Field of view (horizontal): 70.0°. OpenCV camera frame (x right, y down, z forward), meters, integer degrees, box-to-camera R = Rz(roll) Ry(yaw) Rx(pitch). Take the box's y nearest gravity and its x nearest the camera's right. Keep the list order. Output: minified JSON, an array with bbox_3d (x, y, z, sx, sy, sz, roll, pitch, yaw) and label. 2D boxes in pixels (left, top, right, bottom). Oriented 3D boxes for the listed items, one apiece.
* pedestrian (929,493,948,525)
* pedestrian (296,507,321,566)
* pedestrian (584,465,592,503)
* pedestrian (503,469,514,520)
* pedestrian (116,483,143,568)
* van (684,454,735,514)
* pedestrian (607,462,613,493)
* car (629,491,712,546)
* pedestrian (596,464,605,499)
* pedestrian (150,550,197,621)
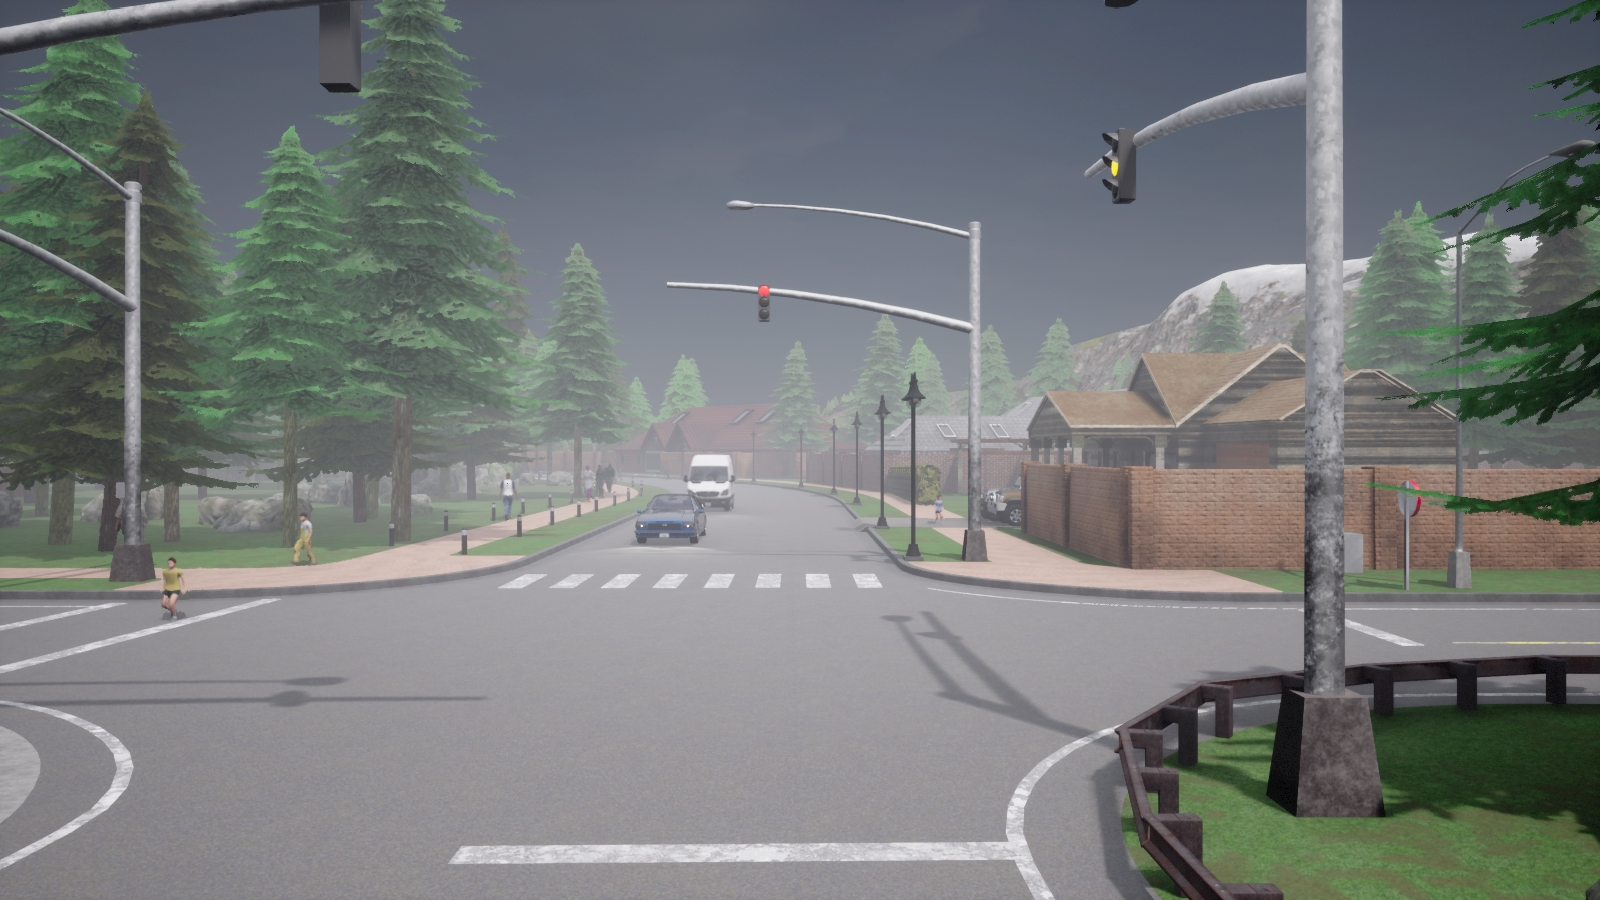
[{"bbox_3d":[4.820,2.046,39.790,0.500,1.100,0.500,0,0,-15],"label":"pedestrian"},{"bbox_3d":[-11.129,1.954,25.887,0.375,1.300,0.375,0,0,33],"label":"pedestrian"},{"bbox_3d":[-10.440,1.664,56.346,0.375,1.860,0.375,0,0,-6],"label":"pedestrian"},{"bbox_3d":[-10.931,1.664,42.789,0.375,1.860,0.375,0,0,-10],"label":"pedestrian"},{"bbox_3d":[-14.884,1.676,25.364,0.375,1.860,0.375,0,0,1],"label":"pedestrian"},{"bbox_3d":[-4.094,1.500,52.751,1.988,2.561,5.915,0,0,-1],"label":"van"},{"bbox_3d":[-11.436,1.662,68.736,0.375,1.860,0.375,0,0,-12],"label":"pedestrian"},{"bbox_3d":[-3.930,2.072,35.589,2.033,1.411,5.357,0,0,0],"label":"car"},{"bbox_3d":[-10.546,1.661,60.498,0.375,1.860,0.375,0,0,5],"label":"pedestrian"},{"bbox_3d":[-10.224,2.209,18.659,0.500,1.100,0.500,0,0,-2],"label":"pedestrian"}]
